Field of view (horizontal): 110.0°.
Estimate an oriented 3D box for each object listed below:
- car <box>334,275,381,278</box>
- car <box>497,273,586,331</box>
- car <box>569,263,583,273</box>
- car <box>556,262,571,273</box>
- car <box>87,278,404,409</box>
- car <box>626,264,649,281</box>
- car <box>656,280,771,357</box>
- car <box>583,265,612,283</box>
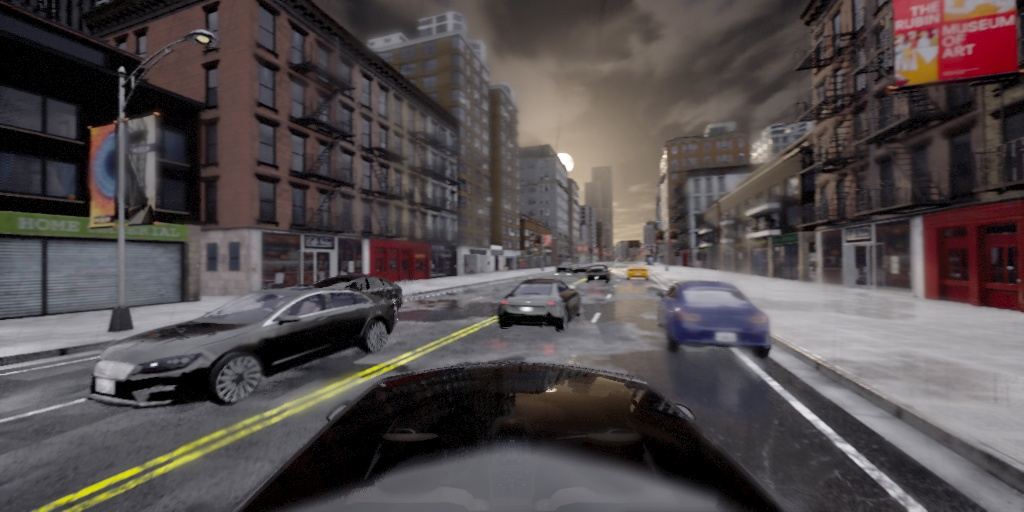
[{"bbox_3d":[-5.749,1.457,12.426,1.837,1.490,4.892,-1,-1,18],"label":"car"},{"bbox_3d":[1.031,1.423,11.580,1.994,1.385,4.181,-1,-1,18],"label":"car"},{"bbox_3d":[9.063,1.786,46.593,1.895,1.301,4.718,-1,-1,18],"label":"car"},{"bbox_3d":[7.846,1.633,53.203,2.097,1.767,4.553,-1,-1,19],"label":"car"},{"bbox_3d":[-4.223,1.355,6.731,2.128,1.511,4.902,-1,-1,18],"label":"car"},{"bbox_3d":[11.921,1.477,34.108,1.882,1.535,5.008,-1,-1,19],"label":"car"},{"bbox_3d":[4.558,1.306,8.605,1.812,1.442,4.674,-1,-1,18],"label":"car"},{"bbox_3d":[7.640,1.524,31.417,1.837,1.490,4.892,-1,-1,18],"label":"car"}]
